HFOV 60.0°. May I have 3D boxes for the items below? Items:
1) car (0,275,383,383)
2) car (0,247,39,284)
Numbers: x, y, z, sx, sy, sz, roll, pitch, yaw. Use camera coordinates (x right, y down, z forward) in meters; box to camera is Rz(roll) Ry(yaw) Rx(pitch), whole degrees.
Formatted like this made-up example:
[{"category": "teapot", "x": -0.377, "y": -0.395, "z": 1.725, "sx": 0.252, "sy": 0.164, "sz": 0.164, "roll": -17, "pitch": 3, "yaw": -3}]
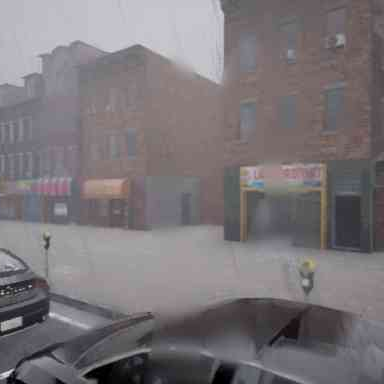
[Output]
[{"category": "car", "x": 0.328, "y": 1.573, "z": 2.569, "sx": 4.313, "sy": 1.339, "sz": 1.947, "roll": 0, "pitch": 0, "yaw": 36}, {"category": "car", "x": -4.251, "y": 1.593, "z": 5.836, "sx": 4.403, "sy": 1.369, "sz": 2.008, "roll": 0, "pitch": 0, "yaw": 36}]
